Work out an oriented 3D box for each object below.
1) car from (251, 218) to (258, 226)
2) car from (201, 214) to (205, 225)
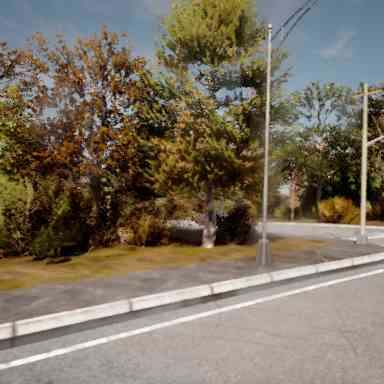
[{"bbox_3d":[3.596,2.467,28.315,1.994,1.385,4.181,3,-4,-39],"label":"car"},{"bbox_3d":[2.583,2.887,35.112,2.033,1.411,5.357,3,-5,-40],"label":"car"}]
